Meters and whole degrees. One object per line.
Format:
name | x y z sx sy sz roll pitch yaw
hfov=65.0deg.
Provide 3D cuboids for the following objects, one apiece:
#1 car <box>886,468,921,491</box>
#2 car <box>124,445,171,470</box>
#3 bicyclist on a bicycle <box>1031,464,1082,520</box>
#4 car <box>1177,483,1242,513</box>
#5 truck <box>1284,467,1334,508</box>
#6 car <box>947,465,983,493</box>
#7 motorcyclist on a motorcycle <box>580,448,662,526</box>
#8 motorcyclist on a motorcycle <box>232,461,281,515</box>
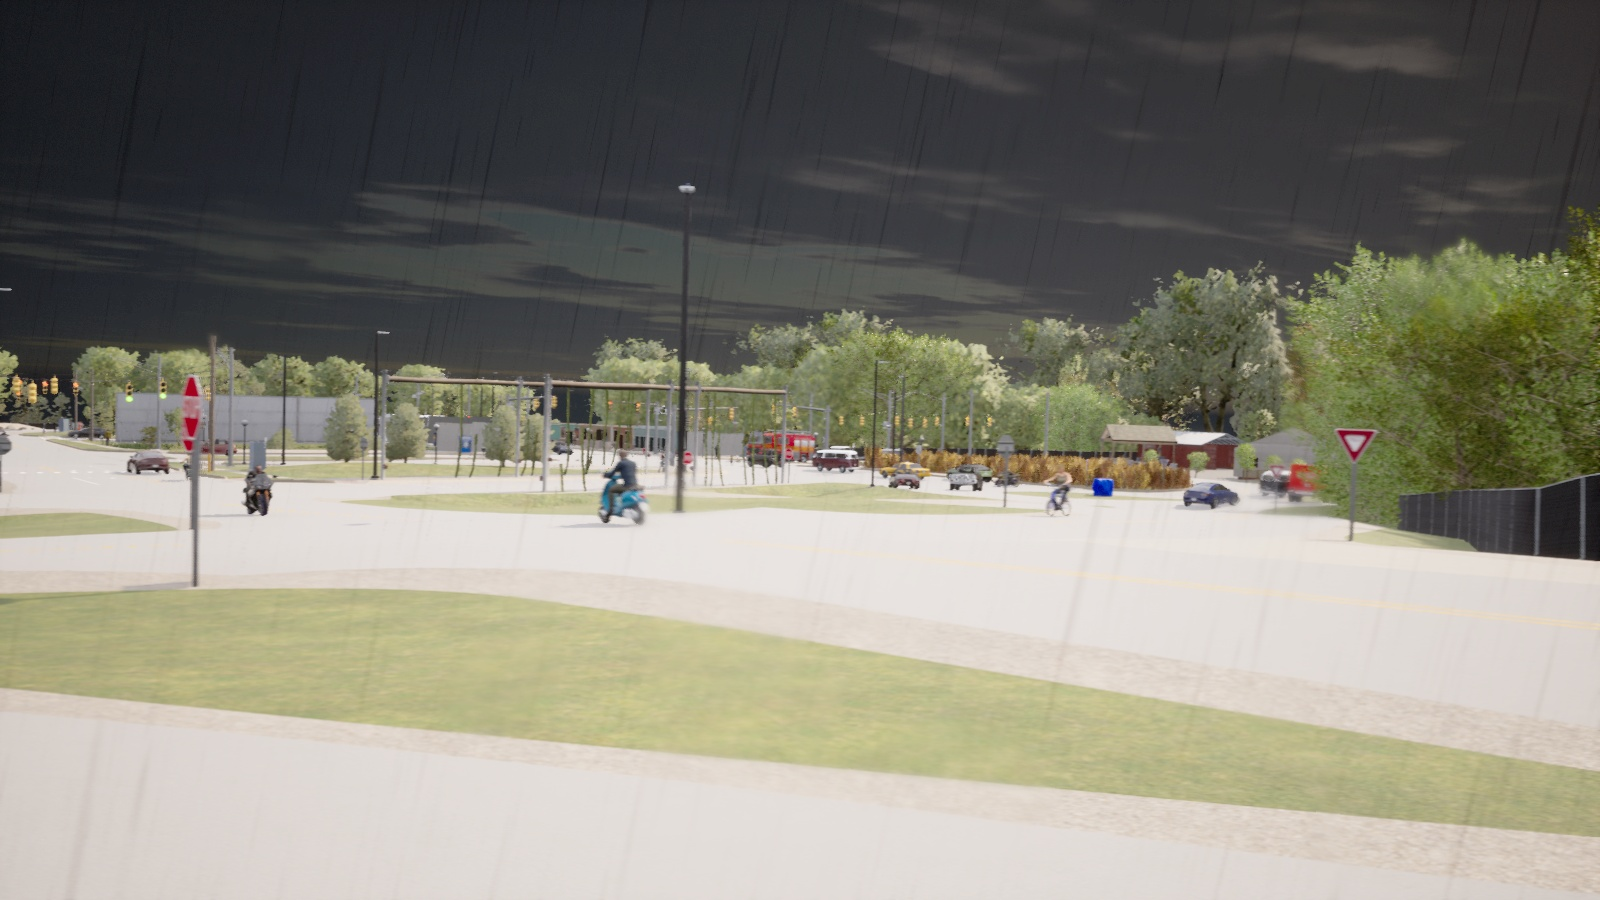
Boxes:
car | 7.290 2.084 88.645 1.816 1.474 4.193 2 -1 -4
car | -41.227 0.452 79.274 1.812 1.442 4.674 0 1 -37
bicyclist on a bicycle | 7.751 1.275 37.919 0.866 1.612 1.509 1 -1 40
car | 24.279 2.824 74.376 1.812 1.442 4.674 4 3 42
truck | 33.881 2.527 83.465 2.627 2.467 5.204 3 -2 26
car | 11.798 2.090 89.618 1.932 1.855 4.605 2 -1 14
motorcyclist on a motorcycle | -3.789 0.765 26.534 0.866 1.590 1.817 0 -1 -41
motorcyclist on a motorcycle | -15.951 1.095 36.833 0.866 1.530 2.191 0 -1 -36
